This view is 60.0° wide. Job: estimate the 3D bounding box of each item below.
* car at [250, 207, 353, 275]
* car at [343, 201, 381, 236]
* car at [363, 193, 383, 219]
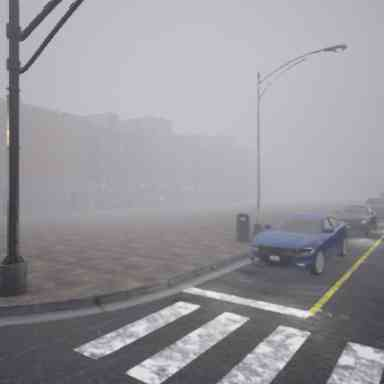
[{"bbox_3d":[3.577,1.432,10.652,1.882,1.535,5.008,0,0,35],"label":"car"},{"bbox_3d":[8.969,1.447,18.287,1.812,1.442,4.674,0,0,35],"label":"car"},{"bbox_3d":[14.718,1.239,26.415,2.097,1.767,4.553,0,0,35],"label":"car"}]
